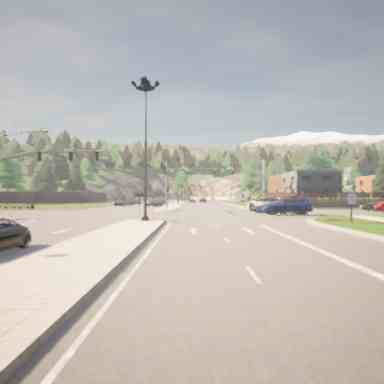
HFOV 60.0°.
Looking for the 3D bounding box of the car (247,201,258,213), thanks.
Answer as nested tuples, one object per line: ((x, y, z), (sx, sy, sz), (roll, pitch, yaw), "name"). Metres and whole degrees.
((9.990, 2.016, 41.636), (5.357, 1.411, 2.033), (0, -1, -1), "car")

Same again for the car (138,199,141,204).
((-14.989, 2.558, 90.703), (2.033, 1.411, 5.357), (0, -1, 0), "car")

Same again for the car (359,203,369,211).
((27.177, 2.040, 48.805), (4.902, 1.511, 2.128), (0, -1, 0), "car")

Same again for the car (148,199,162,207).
((-7.991, 2.305, 69.467), (1.812, 1.442, 4.674), (0, -1, 0), "car")

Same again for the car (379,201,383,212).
((27.244, 1.691, 41.814), (5.566, 2.045, 2.150), (0, -1, -1), "car")

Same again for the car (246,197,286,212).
((11.108, 1.786, 49.963), (5.566, 2.045, 2.150), (0, 0, 21), "car")

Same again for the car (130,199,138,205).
((-14.990, 2.401, 80.209), (1.837, 1.490, 4.892), (0, -1, 0), "car")

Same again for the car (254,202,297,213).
((11.224, 2.055, 45.149), (5.357, 1.411, 2.033), (0, -1, -1), "car")

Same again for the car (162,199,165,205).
((-7.990, 2.413, 79.076), (1.812, 1.442, 4.674), (0, -1, 0), "car")

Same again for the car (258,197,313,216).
((10.894, 1.650, 38.149), (5.566, 2.045, 2.150), (0, -1, -1), "car")

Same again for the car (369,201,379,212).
((27.767, 1.731, 45.319), (5.566, 2.045, 2.150), (0, -1, -1), "car")

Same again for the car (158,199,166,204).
((-7.989, 2.552, 88.960), (1.994, 1.385, 4.181), (0, -1, 0), "car")

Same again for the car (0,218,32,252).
((-8.020, 1.710, 12.879), (1.994, 1.385, 4.181), (0, -1, 1), "car")

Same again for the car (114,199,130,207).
((-14.991, 2.325, 69.828), (2.033, 1.411, 5.357), (0, -1, 0), "car")
